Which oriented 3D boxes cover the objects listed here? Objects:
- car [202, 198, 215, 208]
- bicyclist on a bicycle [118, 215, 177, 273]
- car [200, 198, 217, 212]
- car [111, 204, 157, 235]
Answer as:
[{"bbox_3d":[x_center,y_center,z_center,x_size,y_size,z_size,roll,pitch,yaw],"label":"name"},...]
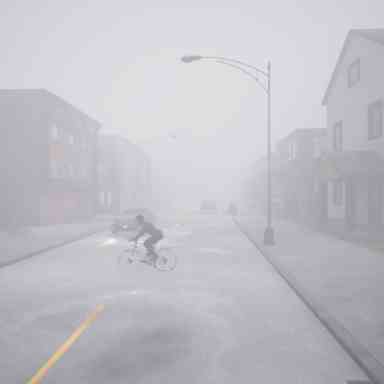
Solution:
[{"bbox_3d":[2.447,1.601,48.952,1.895,1.301,4.718,0,0,3],"label":"car"},{"bbox_3d":[-1.262,1.452,9.233,1.656,1.620,0.582,-2,0,3],"label":"bicyclist on a bicycle"},{"bbox_3d":[1.927,1.492,38.409,2.128,1.511,4.902,0,0,3],"label":"car"},{"bbox_3d":[-3.201,1.505,19.059,1.837,1.490,4.892,0,0,3],"label":"car"}]
